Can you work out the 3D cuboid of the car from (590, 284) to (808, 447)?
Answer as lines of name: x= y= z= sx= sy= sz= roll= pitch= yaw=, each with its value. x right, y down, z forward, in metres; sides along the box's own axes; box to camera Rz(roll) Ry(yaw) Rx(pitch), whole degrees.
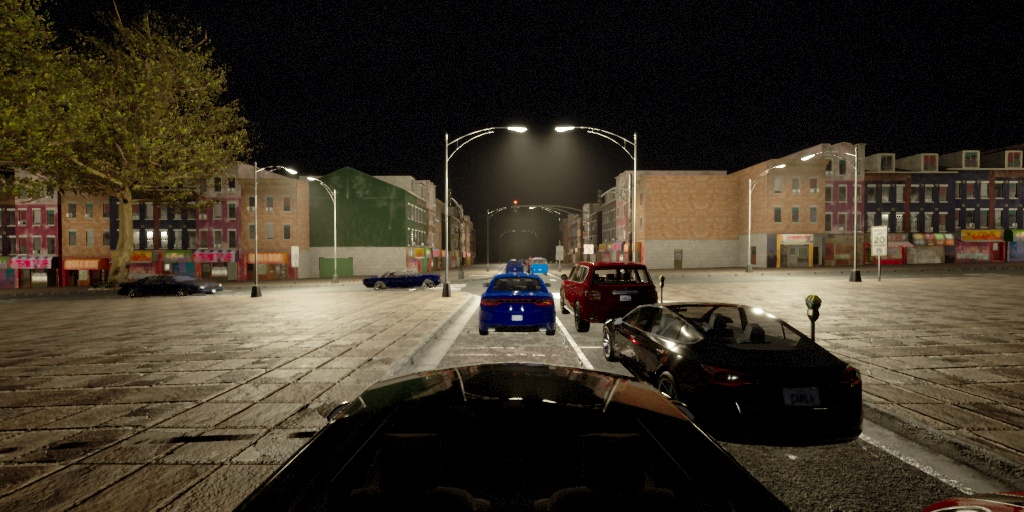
car: x=2.647 y=1.315 z=5.333 sx=1.948 sy=1.339 sz=4.313 roll=0 pitch=0 yaw=0

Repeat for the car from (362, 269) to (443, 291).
car: x=-6.844 y=1.511 z=22.897 sx=4.718 sy=1.301 sz=1.895 roll=-2 pitch=1 yaw=-7

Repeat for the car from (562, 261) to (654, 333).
car: x=2.668 y=1.064 z=10.736 sx=2.192 sy=1.841 sz=5.009 roll=0 pitch=0 yaw=0

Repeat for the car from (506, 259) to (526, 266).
car: x=0.285 y=1.245 z=40.353 sx=1.882 sy=1.535 sz=5.008 roll=0 pitch=0 yaw=0

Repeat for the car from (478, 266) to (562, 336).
car: x=0.147 y=1.227 z=10.460 sx=1.882 sy=1.535 sz=5.008 roll=0 pitch=0 yaw=1

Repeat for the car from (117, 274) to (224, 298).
car: x=-21.421 y=1.881 z=22.552 sx=5.357 sy=1.411 sz=2.033 roll=-2 pitch=1 yaw=0

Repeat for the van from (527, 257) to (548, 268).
van: x=2.770 y=1.105 z=37.096 sx=1.690 sy=1.789 sz=3.998 roll=0 pitch=0 yaw=0
